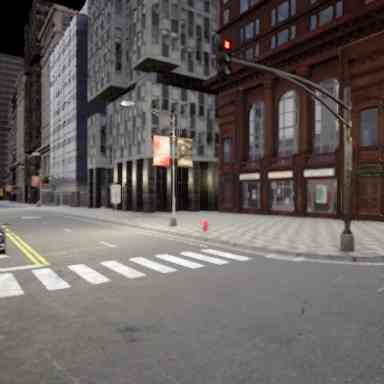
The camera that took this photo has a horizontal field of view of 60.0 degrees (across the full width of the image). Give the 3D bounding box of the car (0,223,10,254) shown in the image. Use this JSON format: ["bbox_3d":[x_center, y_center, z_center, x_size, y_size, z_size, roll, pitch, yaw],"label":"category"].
[{"bbox_3d":[-8.684,1.631,13.449,1.837,1.490,4.892,0,-1,-34],"label":"car"}]
